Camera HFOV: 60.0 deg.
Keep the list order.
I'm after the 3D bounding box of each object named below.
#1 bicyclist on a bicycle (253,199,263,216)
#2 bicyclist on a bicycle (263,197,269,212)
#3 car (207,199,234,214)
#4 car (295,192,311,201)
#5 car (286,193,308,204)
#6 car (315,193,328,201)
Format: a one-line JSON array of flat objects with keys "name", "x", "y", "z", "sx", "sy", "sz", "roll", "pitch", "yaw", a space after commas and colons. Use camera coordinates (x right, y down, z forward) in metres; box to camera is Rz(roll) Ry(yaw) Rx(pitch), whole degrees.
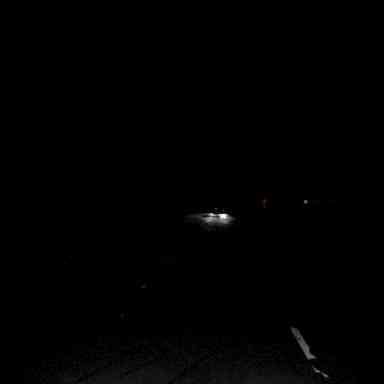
[{"name": "bicyclist on a bicycle", "x": 5.852, "y": 1.423, "z": 30.352, "sx": 0.582, "sy": 1.620, "sz": 1.656, "roll": 1, "pitch": 1, "yaw": 18}, {"name": "bicyclist on a bicycle", "x": 7.942, "y": 1.373, "z": 36.215, "sx": 0.866, "sy": 1.612, "sz": 1.509, "roll": 2, "pitch": 1, "yaw": 21}, {"name": "car", "x": 2.954, "y": 1.428, "z": 33.811, "sx": 1.994, "sy": 1.385, "sz": 4.181, "roll": 1, "pitch": 1, "yaw": 19}, {"name": "car", "x": 23.206, "y": 0.910, "z": 69.481, "sx": 1.837, "sy": 1.490, "sz": 4.892, "roll": 3, "pitch": 2, "yaw": 36}, {"name": "car", "x": 17.398, "y": 1.210, "z": 55.969, "sx": 1.882, "sy": 1.535, "sz": 5.008, "roll": 3, "pitch": 2, "yaw": 34}, {"name": "car", "x": 27.310, "y": 1.087, "z": 70.036, "sx": 1.837, "sy": 1.490, "sz": 4.892, "roll": 3, "pitch": 2, "yaw": 36}]
